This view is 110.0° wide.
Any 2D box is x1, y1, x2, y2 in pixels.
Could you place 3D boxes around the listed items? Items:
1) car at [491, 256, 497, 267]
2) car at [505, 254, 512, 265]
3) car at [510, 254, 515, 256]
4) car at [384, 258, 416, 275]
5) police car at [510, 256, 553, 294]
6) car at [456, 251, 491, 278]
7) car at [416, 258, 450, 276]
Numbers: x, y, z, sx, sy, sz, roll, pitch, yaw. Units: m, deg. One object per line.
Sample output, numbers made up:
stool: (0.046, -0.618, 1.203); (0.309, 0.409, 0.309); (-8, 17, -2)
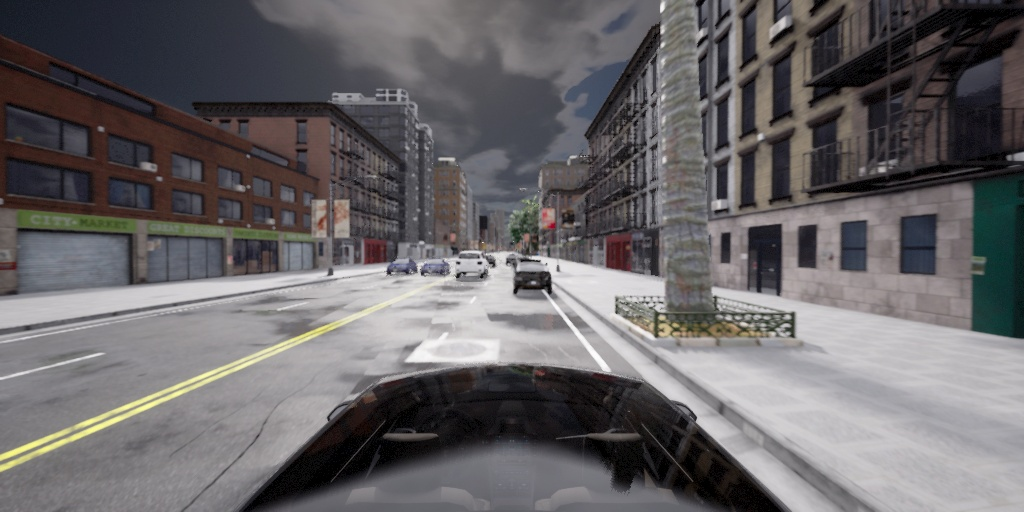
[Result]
car: (-3.159, 0.674, 49.199); (1.837, 1.490, 4.892); (0, 1, 0)
car: (-0.008, 0.606, 54.211); (1.837, 1.490, 4.892); (0, 1, 0)
car: (0.968, 0.864, 34.656); (1.837, 1.490, 4.892); (0, 1, 0)
car: (-9.842, 0.910, 32.497); (1.812, 1.442, 4.674); (0, 1, 0)
police car: (0.971, 0.973, 18.766); (1.930, 1.638, 5.238); (0, 1, 0)
car: (-3.157, 0.647, 28.982); (2.150, 2.045, 5.566); (0, 1, 0)
car: (-6.601, 0.926, 31.177); (1.812, 1.442, 4.674); (0, 1, 0)
